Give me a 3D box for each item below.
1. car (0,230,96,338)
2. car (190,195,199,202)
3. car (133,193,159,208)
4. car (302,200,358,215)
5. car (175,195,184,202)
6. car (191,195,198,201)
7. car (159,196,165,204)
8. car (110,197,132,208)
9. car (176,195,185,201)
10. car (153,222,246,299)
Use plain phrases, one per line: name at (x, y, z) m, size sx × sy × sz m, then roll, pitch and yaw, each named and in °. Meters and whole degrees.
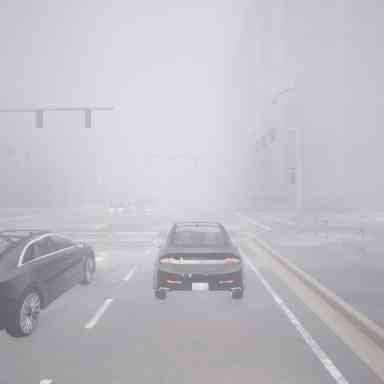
car at (-3.398, 1.492, 6.607) m, size 2.128 × 1.511 × 4.902 m, roll 0°, pitch 0°, yaw 1°
car at (0.546, 1.593, 76.334) m, size 1.895 × 1.301 × 4.718 m, roll 0°, pitch 0°, yaw 0°
car at (-6.735, 1.221, 49.393) m, size 2.150 × 2.045 × 5.566 m, roll 0°, pitch 0°, yaw 2°
car at (13.447, 1.492, 32.892) m, size 5.357 × 1.411 × 2.033 m, roll 0°, pitch 0°, yaw 0°
car at (-2.959, 1.497, 75.701) m, size 1.837 × 1.490 × 4.892 m, roll 0°, pitch 0°, yaw 0°
car at (0.611, 1.461, 85.379) m, size 1.882 × 1.535 × 5.008 m, roll 0°, pitch 0°, yaw 0°
car at (-6.648, 1.491, 59.606) m, size 2.128 × 1.511 × 4.902 m, roll 0°, pitch 0°, yaw 1°
car at (-10.262, 1.564, 47.074) m, size 1.994 × 1.385 × 4.181 m, roll 0°, pitch 0°, yaw 0°
car at (-2.889, 1.523, 85.404) m, size 2.033 × 1.411 × 5.357 m, roll 0°, pitch 0°, yaw 0°
car at (0.136, 1.492, 8.426) m, size 2.128 × 1.511 × 4.902 m, roll 0°, pitch 0°, yaw 0°
